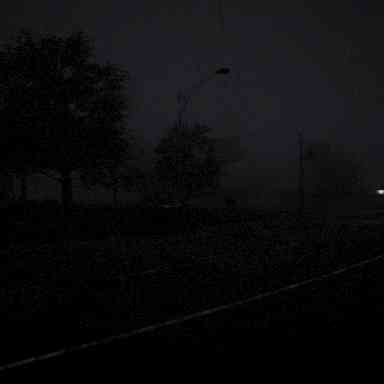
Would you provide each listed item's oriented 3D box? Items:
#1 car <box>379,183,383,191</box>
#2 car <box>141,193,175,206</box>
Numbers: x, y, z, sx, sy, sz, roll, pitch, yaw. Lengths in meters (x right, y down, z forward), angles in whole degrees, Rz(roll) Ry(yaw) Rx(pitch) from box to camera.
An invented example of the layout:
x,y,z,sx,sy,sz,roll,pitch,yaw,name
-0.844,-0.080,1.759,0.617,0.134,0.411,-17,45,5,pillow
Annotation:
x,y,z,sx,sy,sz,roll,pitch,yaw,name
41.464,-1.105,71.736,2.128,1.511,4.902,-1,2,28,car
-4.575,0.942,44.904,5.008,1.535,1.882,1,3,31,car
